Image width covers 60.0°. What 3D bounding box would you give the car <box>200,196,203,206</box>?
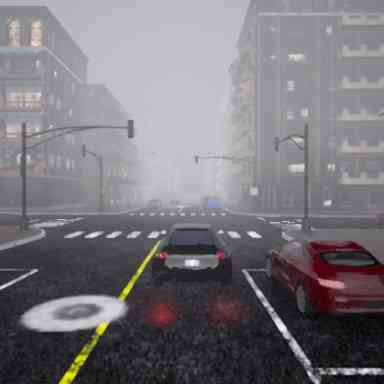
[{"bbox_3d":[2.724,1.488,50.616,2.192,1.841,5.009,-1,0,0],"label":"car"}]

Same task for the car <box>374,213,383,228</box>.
[{"bbox_3d":[14.720,1.809,22.341,4.507,1.381,1.887,1,0,0],"label":"car"}]

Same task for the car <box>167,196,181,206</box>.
[{"bbox_3d":[-3.035,1.830,61.989,1.895,1.301,4.718,0,0,1],"label":"car"}]

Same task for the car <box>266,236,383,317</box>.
[{"bbox_3d":[2.793,1.599,7.216,1.802,1.307,4.206,0,0,0],"label":"car"}]

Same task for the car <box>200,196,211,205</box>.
[{"bbox_3d":[2.684,1.699,67.177,1.967,1.590,4.097,-1,0,0],"label":"car"}]

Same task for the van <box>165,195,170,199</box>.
[{"bbox_3d":[-5.842,1.664,78.280,1.690,1.788,3.998,-1,0,0],"label":"van"}]

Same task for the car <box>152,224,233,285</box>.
[{"bbox_3d":[0.003,1.587,9.554,1.994,1.385,4.181,0,0,0],"label":"car"}]

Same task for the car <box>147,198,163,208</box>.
[{"bbox_3d":[-5.839,1.755,50.665,1.802,1.307,4.206,-1,0,0],"label":"car"}]

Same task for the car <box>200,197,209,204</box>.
[{"bbox_3d":[2.686,1.835,72.697,1.887,1.381,4.507,-1,0,0],"label":"car"}]

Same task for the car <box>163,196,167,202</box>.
[{"bbox_3d":[-5.839,1.765,56.187,1.947,1.339,4.313,-1,0,0],"label":"car"}]

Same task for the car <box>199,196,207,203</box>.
[{"bbox_3d":[2.732,1.797,83.740,1.967,1.590,4.097,-1,0,0],"label":"car"}]

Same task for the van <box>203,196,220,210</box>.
[{"bbox_3d":[2.813,1.489,45.119,1.690,1.788,3.998,-1,0,0],"label":"van"}]
